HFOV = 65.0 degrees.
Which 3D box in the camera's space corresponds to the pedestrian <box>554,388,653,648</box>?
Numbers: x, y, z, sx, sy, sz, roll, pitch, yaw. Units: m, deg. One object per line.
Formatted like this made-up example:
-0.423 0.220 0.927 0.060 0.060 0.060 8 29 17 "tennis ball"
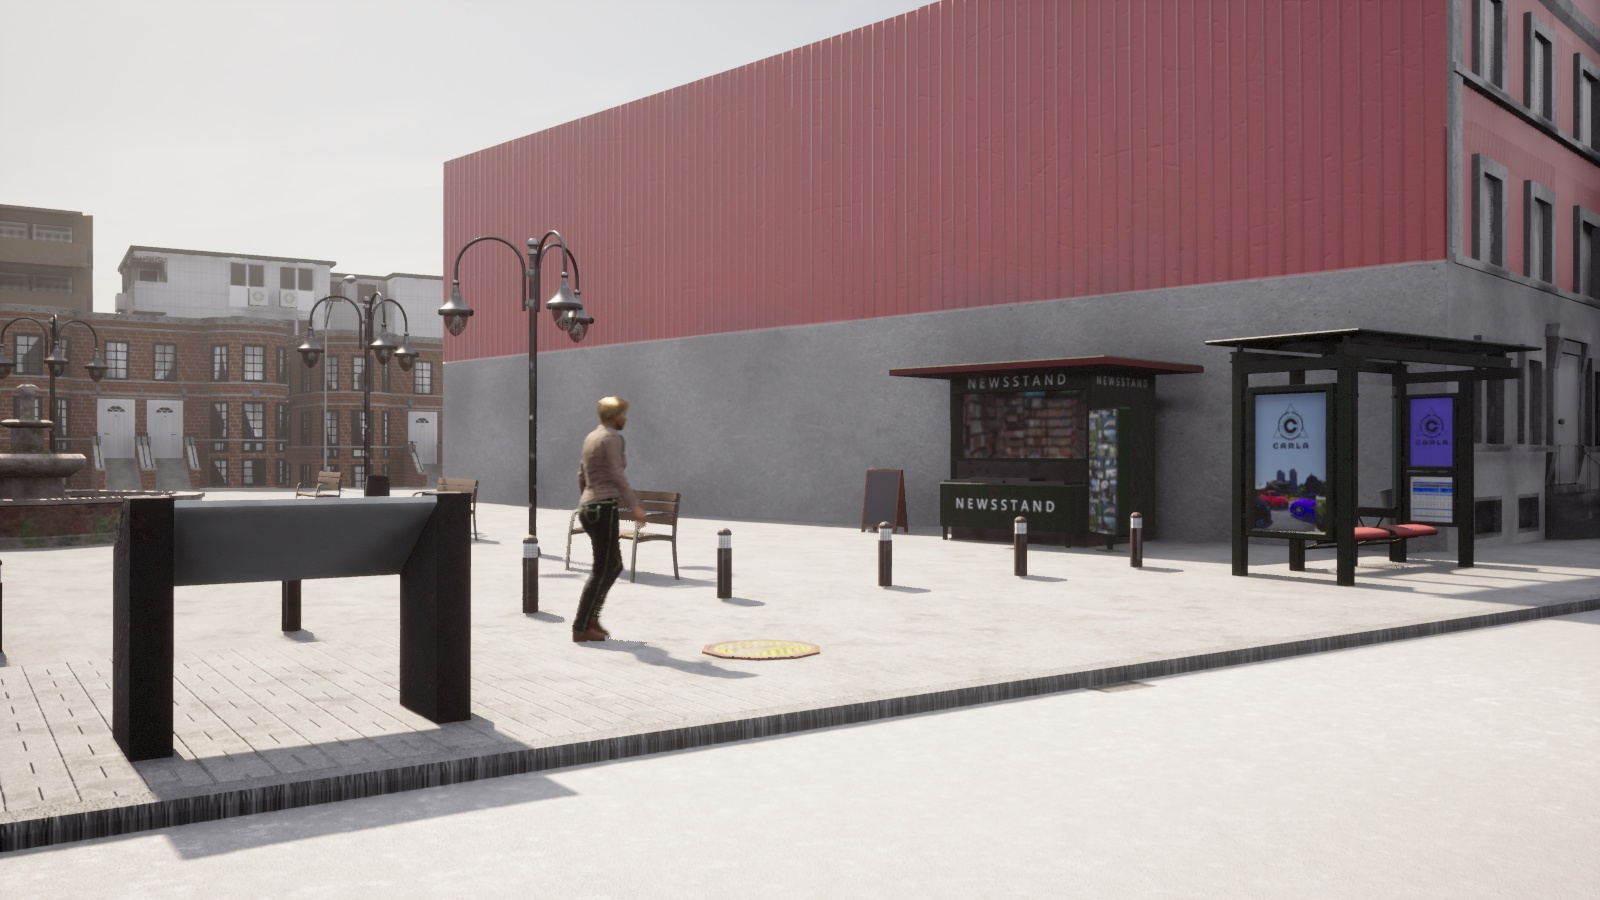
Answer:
-1.443 0.480 9.234 0.634 1.846 0.331 0 0 -34 "pedestrian"
